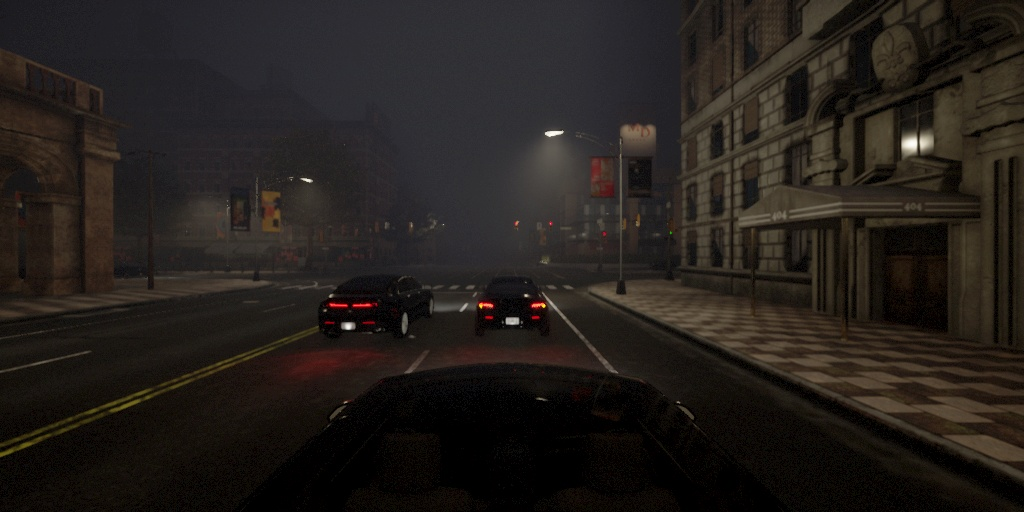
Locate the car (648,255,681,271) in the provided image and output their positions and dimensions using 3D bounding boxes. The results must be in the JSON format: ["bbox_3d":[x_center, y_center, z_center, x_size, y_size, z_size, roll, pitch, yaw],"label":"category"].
[{"bbox_3d":[19.999,0.902,44.365,5.566,2.045,2.150,-1,0,1],"label":"car"}]

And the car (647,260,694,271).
[{"bbox_3d":[21.094,1.228,47.884,5.357,1.411,2.033,0,0,0],"label":"car"}]

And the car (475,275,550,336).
[{"bbox_3d":[0.006,1.263,10.186,1.812,1.442,4.674,0,0,0],"label":"car"}]

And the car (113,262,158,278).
[{"bbox_3d":[-34.837,1.266,32.469,4.181,1.385,1.994,0,0,0],"label":"car"}]

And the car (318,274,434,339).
[{"bbox_3d":[-3.495,1.242,10.066,1.837,1.490,4.892,0,0,0],"label":"car"}]
